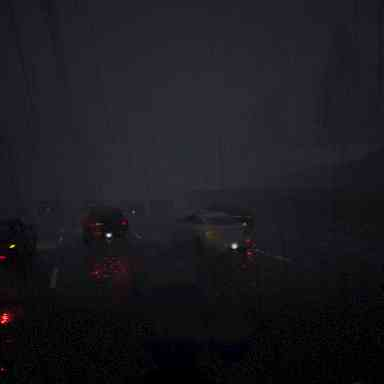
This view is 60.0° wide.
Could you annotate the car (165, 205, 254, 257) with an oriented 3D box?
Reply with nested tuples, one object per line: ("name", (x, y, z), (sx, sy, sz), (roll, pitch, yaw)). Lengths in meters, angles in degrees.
("car", (0.562, 1.468, 12.797), (1.812, 1.442, 4.674), (0, 0, -20))

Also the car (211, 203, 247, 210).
("car", (1.842, 1.422, 19.484), (1.837, 1.490, 4.892), (0, 0, -20))

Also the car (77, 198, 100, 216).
("car", (-9.417, 1.298, 31.383), (2.128, 1.511, 4.902), (0, 0, -16))

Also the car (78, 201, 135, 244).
("car", (-4.127, 1.414, 15.428), (1.837, 1.490, 4.892), (0, 1, -20))

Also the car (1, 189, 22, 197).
("car", (-39.086, 0.411, 72.191), (2.150, 2.045, 5.566), (0, 0, 0))

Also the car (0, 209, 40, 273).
("car", (-5.832, 1.451, 9.912), (1.812, 1.442, 4.674), (0, 1, -20))

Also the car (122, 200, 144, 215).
("car", (-5.712, 1.426, 31.064), (1.895, 1.301, 4.718), (0, 0, -16))

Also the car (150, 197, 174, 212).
("car", (-3.239, 1.295, 35.331), (1.882, 1.535, 5.008), (0, 0, -15))

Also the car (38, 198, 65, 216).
("car", (-12.701, 1.288, 30.158), (2.128, 1.511, 4.902), (0, 0, -16))
